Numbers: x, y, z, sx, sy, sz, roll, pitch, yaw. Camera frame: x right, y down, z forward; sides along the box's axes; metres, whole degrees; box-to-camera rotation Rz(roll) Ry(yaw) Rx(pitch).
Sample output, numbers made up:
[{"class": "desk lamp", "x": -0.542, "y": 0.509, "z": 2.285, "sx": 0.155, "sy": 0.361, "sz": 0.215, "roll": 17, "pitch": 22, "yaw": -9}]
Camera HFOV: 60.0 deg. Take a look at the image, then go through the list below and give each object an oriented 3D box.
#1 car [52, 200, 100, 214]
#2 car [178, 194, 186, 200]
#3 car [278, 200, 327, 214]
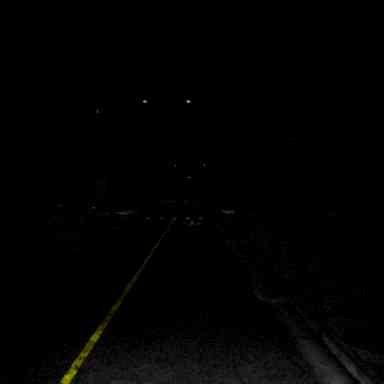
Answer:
[{"class": "car", "x": -11.913, "y": 1.574, "z": 34.245, "sx": 4.674, "sy": 1.442, "sz": 1.812, "roll": 1, "pitch": -1, "yaw": 0}, {"class": "car", "x": -2.858, "y": 1.257, "z": 92.608, "sx": 2.097, "sy": 1.767, "sz": 4.553, "roll": 0, "pitch": 0, "yaw": 0}, {"class": "car", "x": 11.356, "y": 1.560, "z": 34.278, "sx": 4.892, "sy": 1.490, "sz": 1.837, "roll": 0, "pitch": -1, "yaw": 0}]
